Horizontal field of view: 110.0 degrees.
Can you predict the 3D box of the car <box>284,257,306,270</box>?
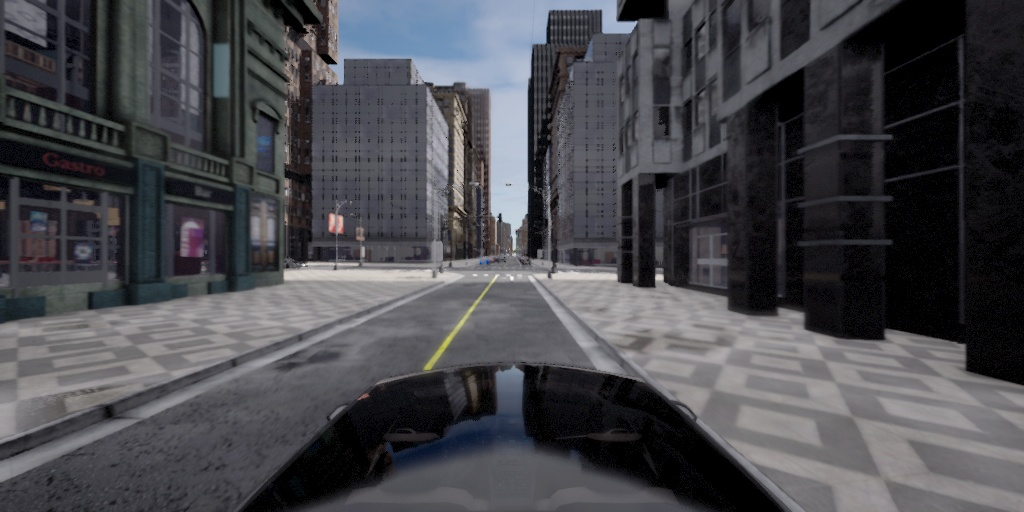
[{"bbox_3d":[-26.619,0.894,41.784,4.902,1.511,2.128,2,0,0],"label":"car"}]
